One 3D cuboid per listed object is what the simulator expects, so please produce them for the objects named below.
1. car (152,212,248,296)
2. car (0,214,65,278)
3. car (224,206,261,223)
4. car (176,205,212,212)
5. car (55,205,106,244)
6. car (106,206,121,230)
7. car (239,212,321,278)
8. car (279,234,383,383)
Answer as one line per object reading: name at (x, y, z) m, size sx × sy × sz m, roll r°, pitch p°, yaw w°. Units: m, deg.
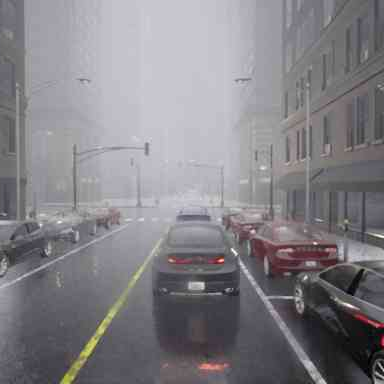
car at (0.098, 1.503, 8.616) m, size 1.837 × 1.490 × 4.892 m, roll 0°, pitch 0°, yaw 0°
car at (-5.737, 1.564, 10.036) m, size 1.947 × 1.339 × 4.313 m, roll -1°, pitch 0°, yaw 0°
car at (2.808, 1.542, 15.511) m, size 1.887 × 1.381 × 4.507 m, roll -1°, pitch 0°, yaw 0°
car at (0.106, 1.475, 19.034) m, size 1.882 × 1.535 × 5.008 m, roll 0°, pitch 0°, yaw 1°
car at (-5.717, 1.548, 15.541) m, size 2.008 × 1.369 × 4.403 m, roll -1°, pitch 0°, yaw 0°
car at (-5.698, 1.541, 21.047) m, size 1.887 × 1.381 × 4.507 m, roll -1°, pitch 0°, yaw 0°
car at (2.788, 1.543, 10.006) m, size 1.887 × 1.381 × 4.507 m, roll -1°, pitch 0°, yaw 0°
car at (2.769, 1.565, 4.501) m, size 1.947 × 1.339 × 4.313 m, roll -1°, pitch 0°, yaw 0°
